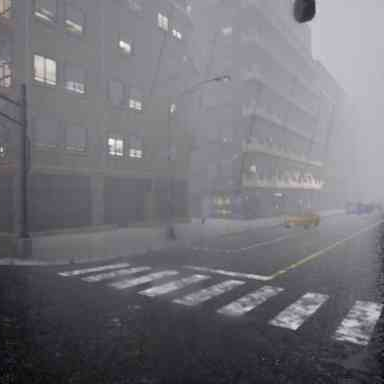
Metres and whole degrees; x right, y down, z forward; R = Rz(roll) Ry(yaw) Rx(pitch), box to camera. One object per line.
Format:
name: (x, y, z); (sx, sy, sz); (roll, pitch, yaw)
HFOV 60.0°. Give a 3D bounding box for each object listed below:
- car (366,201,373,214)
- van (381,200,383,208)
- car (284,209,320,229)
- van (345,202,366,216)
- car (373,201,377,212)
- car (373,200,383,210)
car: (24.868, 2.379, 48.991); (1.967, 1.590, 4.097); (-2, -2, 35)
van: (47.550, 2.902, 81.386); (1.690, 1.788, 3.998); (-2, -2, 35)
car: (8.542, 2.018, 25.730); (1.752, 1.417, 4.829); (-2, -2, 35)
van: (21.620, 2.191, 44.370); (1.690, 1.788, 3.998); (-2, -2, 35)
car: (28.115, 2.572, 53.612); (1.887, 1.381, 4.507); (-2, -2, 35)
car: (34.603, 2.520, 62.866); (2.192, 1.841, 5.009); (-2, -2, 35)
